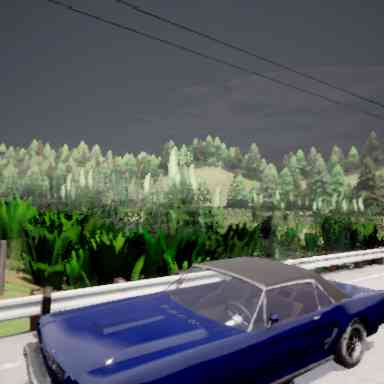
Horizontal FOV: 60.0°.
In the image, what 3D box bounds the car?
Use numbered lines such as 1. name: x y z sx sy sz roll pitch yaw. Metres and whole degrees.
1. car: 0.509 1.632 4.300 4.718 1.301 1.895 1 -1 -35
